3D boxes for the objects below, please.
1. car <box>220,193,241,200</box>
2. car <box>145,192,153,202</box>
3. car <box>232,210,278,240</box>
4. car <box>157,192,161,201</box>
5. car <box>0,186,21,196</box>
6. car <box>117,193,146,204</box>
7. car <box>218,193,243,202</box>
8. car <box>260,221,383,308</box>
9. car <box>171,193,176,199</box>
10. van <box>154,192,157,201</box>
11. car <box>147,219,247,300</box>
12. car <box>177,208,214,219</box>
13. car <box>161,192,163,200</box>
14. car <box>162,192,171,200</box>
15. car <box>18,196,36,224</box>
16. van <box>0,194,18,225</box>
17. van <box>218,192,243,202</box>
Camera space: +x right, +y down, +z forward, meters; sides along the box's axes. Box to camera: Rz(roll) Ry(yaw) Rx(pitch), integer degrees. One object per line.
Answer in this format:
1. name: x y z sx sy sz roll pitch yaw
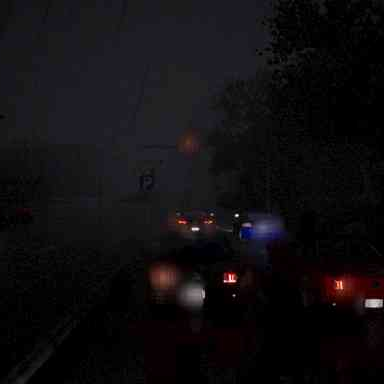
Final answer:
1. car: 9.463 1.129 81.647 4.553 1.767 2.185 1 0 -12
2. car: -10.795 1.315 64.376 5.366 1.575 1.946 -1 0 -15
3. car: 3.164 1.588 16.635 1.994 1.385 4.181 0 0 1
4. car: -10.008 1.321 73.340 4.892 1.521 2.231 -1 0 -14
5. car: -28.162 0.136 52.254 2.002 1.452 4.674 6 -3 -19
6. car: -11.440 1.358 61.384 4.792 1.488 2.163 -1 0 -15
7. car: 7.671 1.141 66.947 4.553 1.767 2.185 1 0 -14
8. car: 3.120 1.611 7.888 1.895 1.301 4.718 0 0 0
9. car: -7.997 1.064 88.325 5.566 2.045 2.435 -1 0 -12
10. van: -10.236 1.092 70.368 4.442 1.987 1.878 -1 0 -14
11. car: 0.110 1.612 8.378 1.895 1.301 4.718 0 0 0
12. car: 0.172 1.552 17.480 1.812 1.442 4.674 0 0 1
13. car: -9.635 1.359 76.335 4.674 1.452 2.002 -1 0 -13
14. car: -8.447 1.357 85.318 4.674 1.452 2.002 -1 0 -12
15. car: -13.626 1.403 23.578 4.553 1.767 2.185 -1 0 -19
16. van: -13.601 1.296 20.601 4.442 1.987 1.878 -1 0 -19
17. van: 7.287 1.042 63.978 4.442 1.987 1.878 1 0 -14
